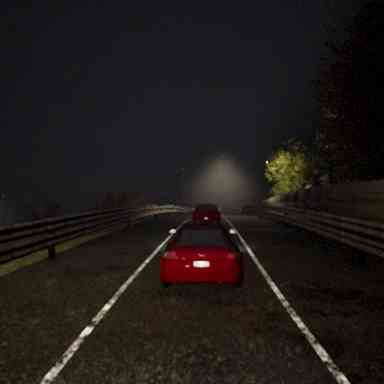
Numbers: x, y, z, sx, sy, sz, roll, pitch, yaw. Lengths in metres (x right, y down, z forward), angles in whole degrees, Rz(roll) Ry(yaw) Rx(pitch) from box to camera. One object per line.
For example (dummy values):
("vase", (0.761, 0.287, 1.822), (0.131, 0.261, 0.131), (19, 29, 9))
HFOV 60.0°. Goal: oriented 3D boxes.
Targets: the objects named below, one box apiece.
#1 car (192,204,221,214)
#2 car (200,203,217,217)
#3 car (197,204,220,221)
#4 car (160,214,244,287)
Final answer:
("car", (1.036, 1.572, 23.645), (1.882, 1.535, 5.008), (0, -1, 3))
("car", (2.083, 2.236, 41.268), (1.882, 1.535, 5.008), (0, -3, 5))
("car", (1.562, 1.858, 31.280), (2.033, 1.411, 5.357), (0, -2, 3))
("car", (0.294, 1.540, 9.274), (1.994, 1.385, 4.181), (0, 0, 2))
